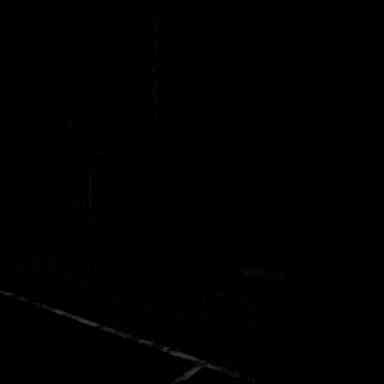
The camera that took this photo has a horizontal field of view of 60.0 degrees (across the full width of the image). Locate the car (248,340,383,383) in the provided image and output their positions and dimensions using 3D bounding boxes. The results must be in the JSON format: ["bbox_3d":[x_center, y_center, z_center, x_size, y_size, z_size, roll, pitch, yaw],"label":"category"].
[{"bbox_3d":[1.971,1.438,1.442,4.097,1.590,1.967,0,0,36],"label":"car"}]
